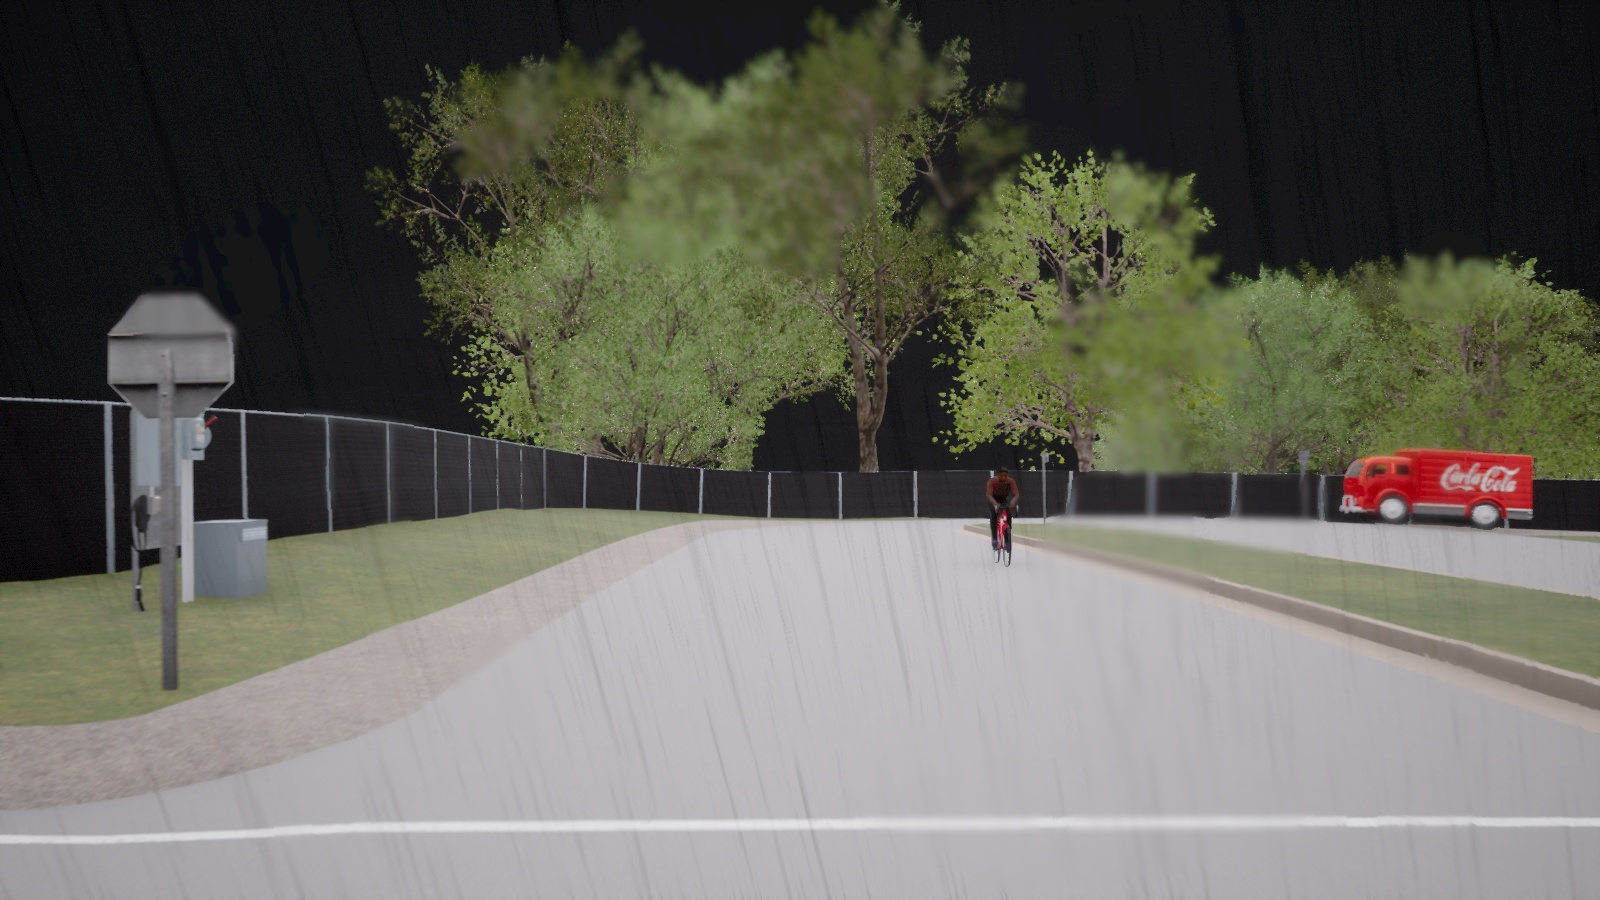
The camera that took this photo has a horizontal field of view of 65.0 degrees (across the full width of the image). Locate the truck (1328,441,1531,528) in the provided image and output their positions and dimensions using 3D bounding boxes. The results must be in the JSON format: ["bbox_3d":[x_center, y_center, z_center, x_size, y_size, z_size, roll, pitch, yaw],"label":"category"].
[{"bbox_3d":[20.216,1.098,40.571,5.204,2.467,2.627,2,-1,7],"label":"truck"}]

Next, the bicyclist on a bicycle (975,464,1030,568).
[{"bbox_3d":[3.278,1.053,20.421,0.582,1.620,1.656,-1,-2,-1],"label":"bicyclist on a bicycle"}]
